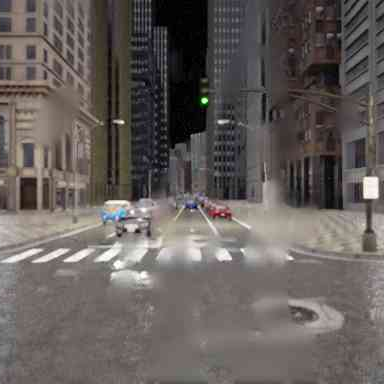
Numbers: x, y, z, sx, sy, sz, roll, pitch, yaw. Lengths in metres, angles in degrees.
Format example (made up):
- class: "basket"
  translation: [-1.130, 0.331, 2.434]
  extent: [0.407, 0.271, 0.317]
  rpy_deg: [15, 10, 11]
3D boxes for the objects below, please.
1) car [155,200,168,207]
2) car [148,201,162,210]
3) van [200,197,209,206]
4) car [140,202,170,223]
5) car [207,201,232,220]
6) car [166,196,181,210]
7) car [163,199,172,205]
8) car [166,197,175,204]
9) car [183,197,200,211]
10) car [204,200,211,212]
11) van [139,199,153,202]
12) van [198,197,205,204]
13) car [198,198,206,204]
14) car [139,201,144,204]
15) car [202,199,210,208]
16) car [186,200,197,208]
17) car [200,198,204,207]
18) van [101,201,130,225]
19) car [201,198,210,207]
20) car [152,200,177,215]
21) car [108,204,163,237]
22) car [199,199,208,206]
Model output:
- class: "car"
  translation: [-5.919, 2.221, 64.564]
  extent: [2.008, 1.369, 4.403]
  rpy_deg: [0, -1, 0]
- class: "car"
  translation: [-5.895, 2.135, 53.515]
  extent: [1.802, 1.307, 4.206]
  rpy_deg: [0, -1, 0]
- class: "van"
  translation: [2.609, 2.069, 70.095]
  extent: [1.690, 1.788, 3.998]
  rpy_deg: [0, -1, 0]
- class: "car"
  translation: [-3.158, 1.816, 28.550]
  extent: [1.812, 1.442, 4.674]
  rpy_deg: [0, -1, -1]
- class: "car"
  translation: [2.707, 1.863, 31.418]
  extent: [1.887, 1.381, 4.507]
  rpy_deg: [0, -1, 0]
- class: "car"
  translation: [-3.158, 1.868, 50.091]
  extent: [2.097, 1.767, 4.553]
  rpy_deg: [0, -1, 0]
- class: "car"
  translation: [-5.954, 2.370, 80.968]
  extent: [1.752, 1.417, 4.829]
  rpy_deg: [0, -1, 0]
- class: "car"
  translation: [-5.979, 2.279, 92.189]
  extent: [2.192, 1.841, 5.009]
  rpy_deg: [0, -1, 0]
- class: "car"
  translation: [-0.114, 2.000, 50.706]
  extent: [1.882, 1.535, 5.008]
  rpy_deg: [0, -1, 0]
- class: "car"
  translation: [2.693, 1.921, 36.943]
  extent: [1.887, 1.381, 4.507]
  rpy_deg: [0, -1, 0]
- class: "van"
  translation: [-5.873, 1.778, 42.467]
  extent: [1.690, 1.788, 3.998]
  rpy_deg: [0, -1, 0]
- class: "van"
  translation: [2.553, 2.304, 92.195]
  extent: [1.690, 1.788, 3.998]
  rpy_deg: [0, -1, 0]
- class: "car"
  translation: [2.567, 2.344, 86.670]
  extent: [1.967, 1.590, 4.097]
  rpy_deg: [0, -1, 0]
- class: "car"
  translation: [-5.848, 1.865, 31.416]
  extent: [1.887, 1.381, 4.507]
  rpy_deg: [0, -1, 0]
- class: "car"
  translation: [2.679, 1.980, 42.468]
  extent: [1.887, 1.381, 4.507]
  rpy_deg: [0, -1, 0]
- class: "car"
  translation: [-0.138, 2.197, 61.124]
  extent: [1.994, 1.385, 4.181]
  rpy_deg: [0, -1, 0]
- class: "car"
  translation: [2.637, 2.155, 59.043]
  extent: [1.887, 1.381, 4.507]
  rpy_deg: [0, -1, 0]
- class: "van"
  translation: [-5.837, 1.604, 25.894]
  extent: [1.690, 1.788, 3.998]
  rpy_deg: [0, -1, 0]
- class: "car"
  translation: [2.665, 2.021, 48.163]
  extent: [1.752, 1.417, 4.829]
  rpy_deg: [0, -1, 0]
- class: "car"
  translation: [-3.180, 1.958, 38.469]
  extent: [1.994, 1.385, 4.181]
  rpy_deg: [0, -1, 0]
- class: "car"
  translation: [-3.123, 1.687, 19.308]
  extent: [2.128, 1.511, 4.902]
  rpy_deg: [0, -1, -1]
- class: "car"
  translation: [2.596, 2.337, 75.619]
  extent: [2.008, 1.369, 4.403]
  rpy_deg: [0, -1, 0]
